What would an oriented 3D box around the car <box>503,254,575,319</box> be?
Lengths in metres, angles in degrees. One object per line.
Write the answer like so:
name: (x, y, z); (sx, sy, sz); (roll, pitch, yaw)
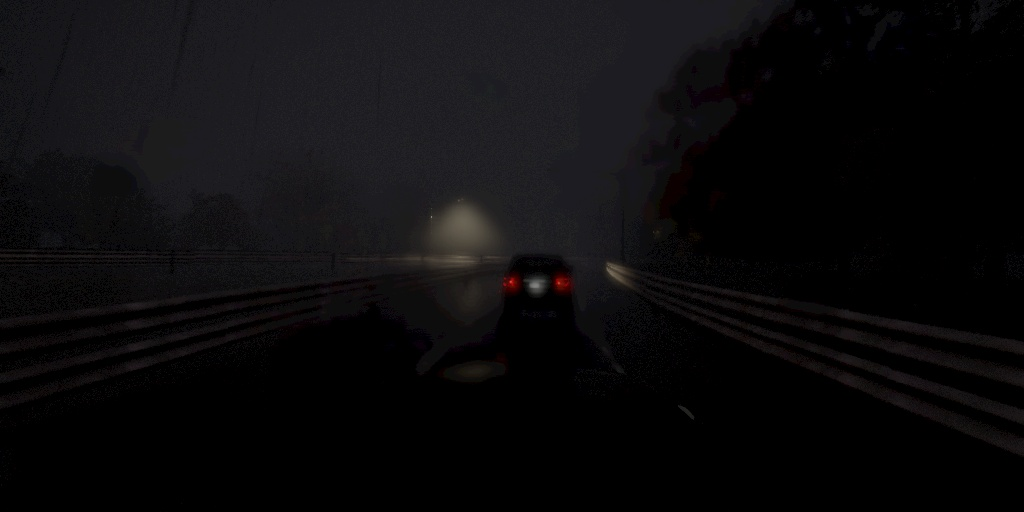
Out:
car: (1.068, 0.956, 12.974); (2.150, 2.045, 5.566); (0, 0, 8)
